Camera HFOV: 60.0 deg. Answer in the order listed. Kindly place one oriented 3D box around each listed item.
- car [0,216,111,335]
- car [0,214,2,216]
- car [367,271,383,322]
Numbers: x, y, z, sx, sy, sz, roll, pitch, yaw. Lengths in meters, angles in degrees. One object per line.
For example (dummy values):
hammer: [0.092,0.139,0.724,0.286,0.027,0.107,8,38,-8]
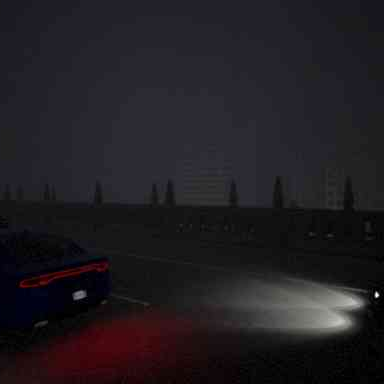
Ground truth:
car: [-3.789,1.477,6.695,5.008,1.535,1.882,0,0,35]
car: [-10.525,1.504,15.798,4.892,1.490,1.837,0,0,35]
car: [5.419,1.548,4.426,5.357,1.411,2.033,0,0,35]
